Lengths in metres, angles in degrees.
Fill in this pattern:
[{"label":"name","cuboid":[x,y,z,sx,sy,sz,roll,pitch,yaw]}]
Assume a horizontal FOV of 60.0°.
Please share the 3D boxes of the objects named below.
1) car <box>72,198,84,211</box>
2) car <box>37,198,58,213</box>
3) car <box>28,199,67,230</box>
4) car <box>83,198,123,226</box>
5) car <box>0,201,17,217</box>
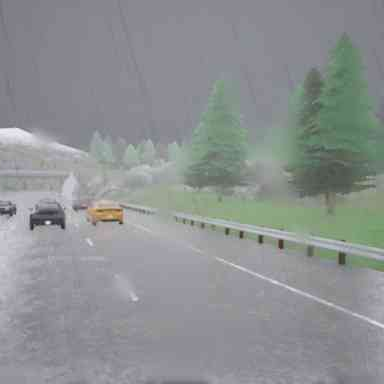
[{"label":"car","cuboid":[-11.908,1.332,36.233,1.994,1.385,4.181,0,0,-22]},{"label":"car","cuboid":[-15.183,1.353,35.019,1.895,1.301,4.718,0,0,-23]},{"label":"car","cuboid":[-8.736,1.364,20.150,1.837,1.490,4.892,0,1,-23]},{"label":"car","cuboid":[-6.006,1.343,22.654,1.882,1.535,5.008,0,0,-24]},{"label":"car","cuboid":[-15.997,1.377,28.100,1.895,1.301,4.718,0,0,-23]}]
